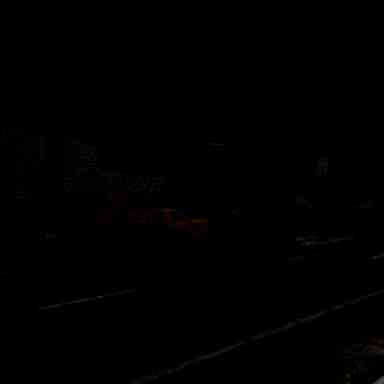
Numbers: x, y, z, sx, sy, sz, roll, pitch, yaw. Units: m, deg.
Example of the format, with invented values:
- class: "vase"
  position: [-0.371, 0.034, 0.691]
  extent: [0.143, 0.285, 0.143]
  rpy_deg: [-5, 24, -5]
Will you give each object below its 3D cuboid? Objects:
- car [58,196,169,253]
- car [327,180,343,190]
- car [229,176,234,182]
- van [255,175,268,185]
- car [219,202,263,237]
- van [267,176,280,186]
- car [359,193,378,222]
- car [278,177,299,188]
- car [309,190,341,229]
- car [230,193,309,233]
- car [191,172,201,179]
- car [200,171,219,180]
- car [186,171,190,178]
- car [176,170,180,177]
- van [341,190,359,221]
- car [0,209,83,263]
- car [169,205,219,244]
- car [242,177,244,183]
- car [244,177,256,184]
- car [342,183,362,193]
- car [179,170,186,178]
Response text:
- class: "car"
  position: [-4.008, 1.199, 13.697]
  extent: [5.566, 2.045, 2.435]
  rpy_deg: [-1, 0, 34]
- class: "car"
  position: [23.924, -0.957, 55.033]
  extent: [2.435, 2.045, 5.566]
  rpy_deg: [6, 4, 35]
- class: "car"
  position: [10.029, -2.851, 74.733]
  extent: [2.002, 1.452, 4.674]
  rpy_deg: [6, 4, 35]
- class: "van"
  position: [15.194, -2.296, 67.231]
  extent: [1.878, 1.987, 4.442]
  rpy_deg: [7, 4, 35]
- class: "car"
  position: [0.915, 1.437, 17.162]
  extent: [4.674, 1.452, 2.002]
  rpy_deg: [-1, 0, 35]
- class: "van"
  position: [16.929, -2.022, 64.764]
  extent: [1.878, 1.987, 4.442]
  rpy_deg: [7, 4, 35]
- class: "car"
  position: [10.791, 1.168, 24.059]
  extent: [4.553, 1.767, 2.185]
  rpy_deg: [-1, 0, 35]
- class: "car"
  position: [18.697, -1.524, 62.407]
  extent: [2.231, 1.521, 4.892]
  rpy_deg: [6, 4, 35]
- class: "car"
  position: [5.848, 1.094, 20.630]
  extent: [5.566, 2.045, 2.435]
  rpy_deg: [-1, -1, 35]
- class: "car"
  position: [3.337, 1.120, 18.921]
  extent: [5.566, 2.045, 2.435]
  rpy_deg: [-1, 0, 35]
- class: "car"
  position: [3.046, -4.233, 84.483]
  extent: [2.435, 2.045, 5.566]
  rpy_deg: [7, 4, 34]
- class: "car"
  position: [4.905, -3.712, 82.230]
  extent: [1.946, 1.575, 5.366]
  rpy_deg: [6, 4, 34]
- class: "car"
  position: [1.247, -4.384, 86.945]
  extent: [2.185, 1.767, 4.553]
  rpy_deg: [6, 3, 34]
- class: "car"
  position: [-2.267, -4.896, 91.754]
  extent: [2.435, 2.045, 5.566]
  rpy_deg: [1, -1, 34]
- class: "van"
  position: [8.384, 1.092, 22.304]
  extent: [4.442, 1.987, 1.878]
  rpy_deg: [-1, -1, 35]
- class: "car"
  position: [-6.448, 1.506, 11.950]
  extent: [4.792, 1.488, 2.163]
  rpy_deg: [-1, 0, 34]
- class: "car"
  position: [-1.689, 1.423, 15.530]
  extent: [5.366, 1.575, 1.946]
  rpy_deg: [-1, 0, 34]
- class: "car"
  position: [11.778, -2.577, 72.275]
  extent: [2.002, 1.452, 4.674]
  rpy_deg: [7, 4, 35]
- class: "car"
  position: [13.615, -2.347, 69.959]
  extent: [1.946, 1.575, 5.366]
  rpy_deg: [6, 4, 35]
- class: "car"
  position: [25.624, -0.394, 52.567]
  extent: [2.002, 1.452, 4.674]
  rpy_deg: [6, 4, 35]
- class: "car"
  position: [-0.489, -4.619, 89.411]
  extent: [2.185, 1.767, 4.553]
  rpy_deg: [4, 1, 33]
